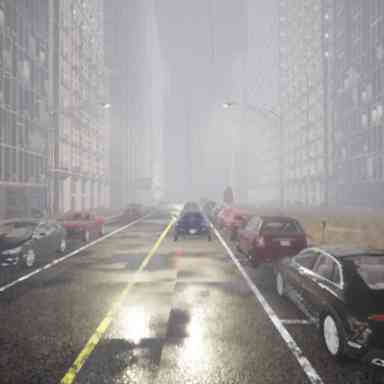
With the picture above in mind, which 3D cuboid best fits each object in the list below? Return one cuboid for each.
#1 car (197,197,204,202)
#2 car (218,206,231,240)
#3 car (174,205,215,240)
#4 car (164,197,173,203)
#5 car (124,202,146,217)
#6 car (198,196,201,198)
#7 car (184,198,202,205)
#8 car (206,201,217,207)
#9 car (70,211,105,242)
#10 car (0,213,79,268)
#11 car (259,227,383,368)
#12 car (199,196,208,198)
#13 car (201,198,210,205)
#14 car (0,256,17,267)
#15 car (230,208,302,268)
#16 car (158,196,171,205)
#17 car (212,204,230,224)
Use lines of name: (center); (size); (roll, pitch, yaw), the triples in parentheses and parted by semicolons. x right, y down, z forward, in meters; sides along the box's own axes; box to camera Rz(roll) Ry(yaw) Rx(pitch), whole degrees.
car: (2.320, 2.139, 91.090); (1.802, 1.307, 4.206); (0, 0, 0)
car: (2.634, 1.638, 17.136); (1.887, 1.381, 4.507); (0, 0, 0)
car: (0.023, 1.629, 17.532); (1.812, 1.442, 4.674); (0, 0, 0)
car: (-6.036, 2.096, 85.390); (2.008, 1.369, 4.403); (0, 0, 0)
car: (-5.819, 1.766, 34.189); (1.887, 1.381, 4.507); (0, 0, 0)
car: (2.418, 1.724, 68.336); (2.192, 1.841, 5.009); (0, 0, 0)
car: (-0.068, 1.817, 42.131); (1.994, 1.385, 4.181); (0, 0, 0)
car: (2.586, 1.713, 28.513); (2.008, 1.369, 4.403); (0, 0, 0)
car: (-5.747, 1.664, 17.122); (1.887, 1.381, 4.507); (0, 0, 0)
car: (-5.723, 1.636, 11.434); (2.008, 1.369, 4.403); (0, 0, 0)
car: (2.682, 1.577, 5.758); (2.008, 1.369, 4.403); (0, 0, 0)
car: (2.465, 1.864, 57.127); (1.752, 1.417, 4.829); (0, 0, 0)
car: (2.514, 1.833, 45.579); (1.947, 1.339, 4.313); (0, 0, 0)
car: (-3.093, 1.510, 1.372); (2.128, 1.511, 4.902); (0, 0, 0)
car: (2.658, 1.500, 11.447); (1.967, 1.590, 4.097); (0, 0, 0)
car: (-5.963, 1.985, 68.323); (2.008, 1.369, 4.403); (0, 0, 0)
car: (2.610, 1.709, 22.825); (1.802, 1.307, 4.206); (0, 0, 0)
